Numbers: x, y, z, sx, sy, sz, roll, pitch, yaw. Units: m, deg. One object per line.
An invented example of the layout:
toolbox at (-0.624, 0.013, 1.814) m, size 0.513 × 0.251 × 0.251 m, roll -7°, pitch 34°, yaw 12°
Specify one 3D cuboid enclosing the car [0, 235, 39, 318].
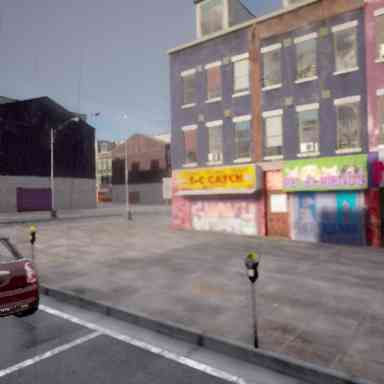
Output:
car at (-4.700, 1.415, 6.223) m, size 4.097 × 1.590 × 1.967 m, roll 0°, pitch -2°, yaw 36°
